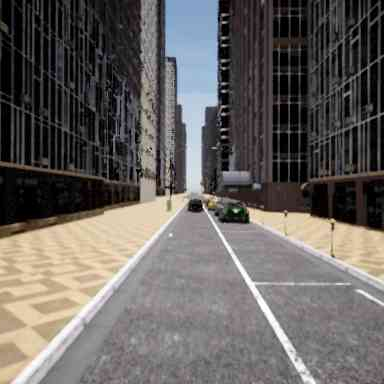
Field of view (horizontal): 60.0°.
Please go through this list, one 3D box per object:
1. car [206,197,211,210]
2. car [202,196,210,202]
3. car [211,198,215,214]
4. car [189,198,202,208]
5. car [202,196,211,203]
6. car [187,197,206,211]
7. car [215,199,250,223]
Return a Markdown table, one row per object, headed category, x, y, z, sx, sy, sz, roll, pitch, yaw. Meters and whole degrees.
| category | x | y | z | sx | sy | sz | roll | pitch | yaw |
| --- | --- | --- | --- | --- | --- | --- | --- | --- | --- |
| car | 3.020 | 1.664 | 44.249 | 1.752 | 1.417 | 4.829 | 0 | 0 | 1 |
| car | 3.428 | 1.791 | 82.936 | 2.008 | 1.369 | 4.403 | 0 | 0 | 1 |
| car | 3.332 | 1.463 | 33.628 | 2.097 | 1.767 | 4.553 | 0 | 0 | 1 |
| car | 0.539 | 1.719 | 52.047 | 1.994 | 1.385 | 4.181 | 0 | 0 | 1 |
| car | 3.372 | 1.752 | 77.555 | 1.752 | 1.417 | 4.829 | 0 | 0 | 1 |
| car | 0.439 | 1.602 | 42.645 | 1.882 | 1.535 | 5.008 | 0 | 0 | 1 |
| car | 3.258 | 1.443 | 26.628 | 2.097 | 1.767 | 4.553 | 0 | 0 | 1 |
